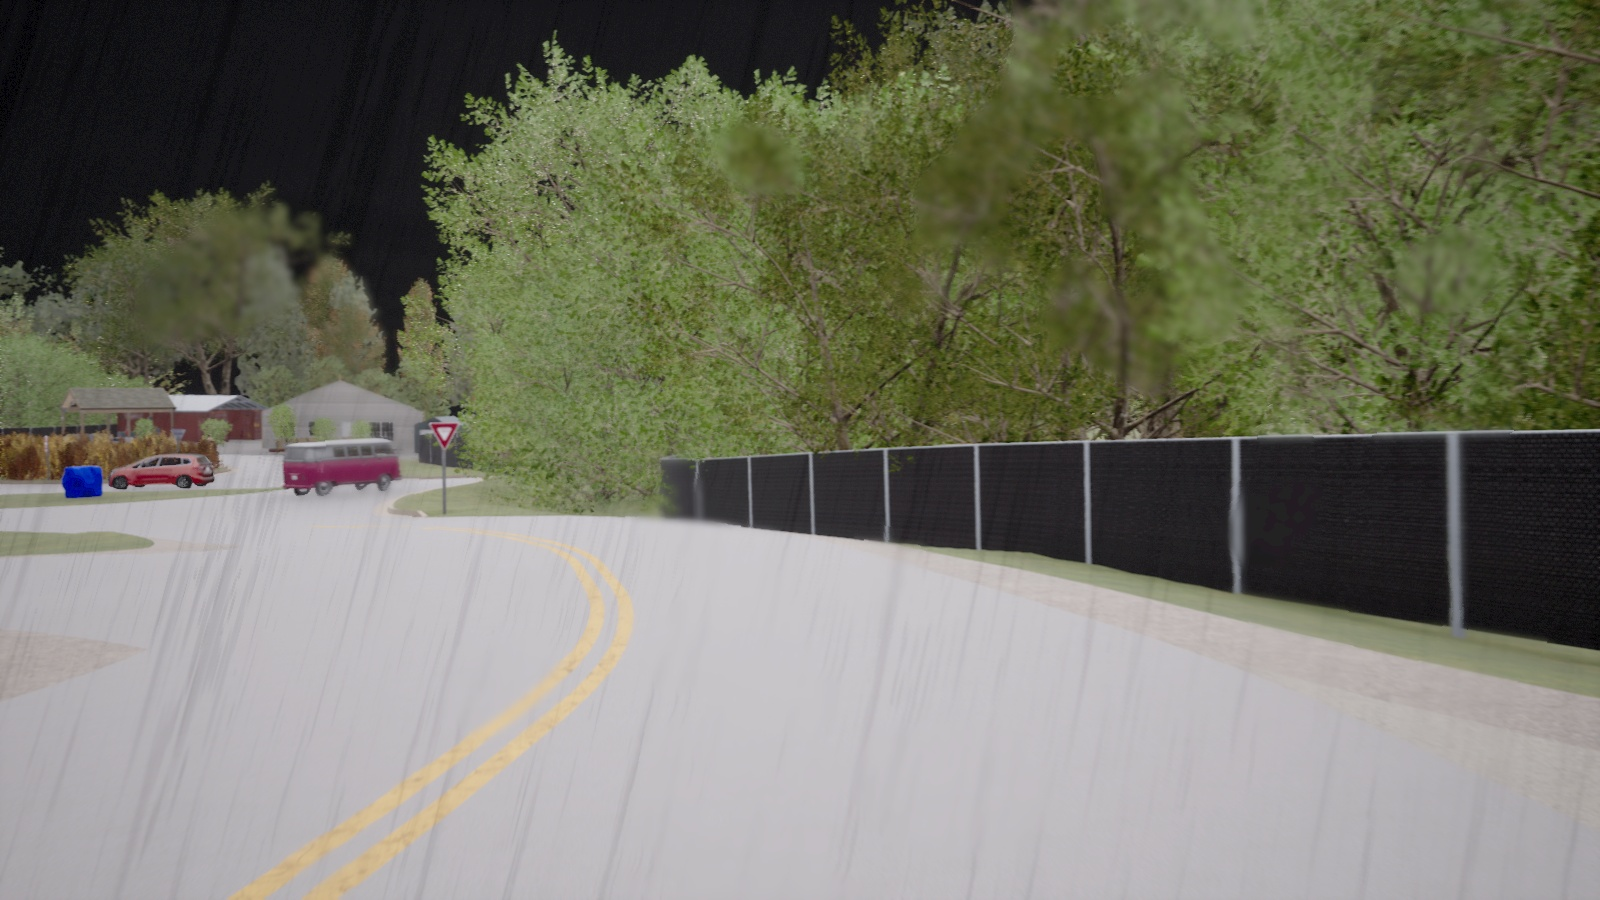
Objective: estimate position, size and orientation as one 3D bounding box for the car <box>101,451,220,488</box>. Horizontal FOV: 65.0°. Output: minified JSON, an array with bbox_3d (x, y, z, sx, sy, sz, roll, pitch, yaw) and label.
[{"bbox_3d":[-30.947,0.932,60.859,4.611,1.667,2.242,-1,1,-5],"label":"car"}]

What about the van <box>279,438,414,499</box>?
[{"bbox_3d":[-16.796,0.625,46.668,1.775,1.987,4.442,1,3,35],"label":"van"}]
